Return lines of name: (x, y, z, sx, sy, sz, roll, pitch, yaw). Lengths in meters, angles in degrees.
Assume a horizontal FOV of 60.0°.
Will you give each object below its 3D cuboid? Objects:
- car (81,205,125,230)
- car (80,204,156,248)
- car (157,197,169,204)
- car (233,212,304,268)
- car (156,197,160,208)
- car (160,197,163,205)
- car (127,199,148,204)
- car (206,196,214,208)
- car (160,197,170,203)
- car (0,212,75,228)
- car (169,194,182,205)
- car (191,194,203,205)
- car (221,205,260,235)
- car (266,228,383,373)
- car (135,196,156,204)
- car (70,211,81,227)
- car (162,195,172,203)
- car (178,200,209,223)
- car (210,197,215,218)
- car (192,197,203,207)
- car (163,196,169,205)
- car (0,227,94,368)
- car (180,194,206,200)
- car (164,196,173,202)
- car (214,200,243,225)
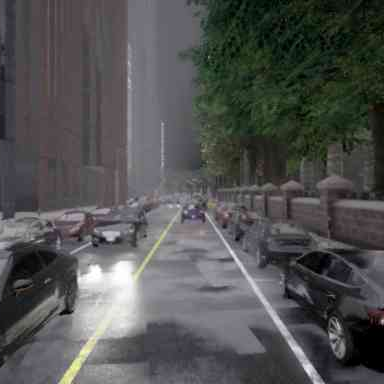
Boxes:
car: (-5.765, 1.622, 21.993, 1.802, 1.307, 4.206, 0, 0, 0)
car: (-3.092, 1.519, 15.129, 2.128, 1.511, 4.902, 0, 0, 0)
car: (-5.768, 1.682, 65.650, 2.008, 1.369, 4.403, 0, 0, 0)
car: (2.761, 1.571, 11.087, 2.008, 1.369, 4.403, 0, 0, 0)
car: (-5.766, 1.626, 43.821, 1.887, 1.381, 4.507, 0, 0, 0)
car: (-5.767, 1.638, 49.279, 1.887, 1.381, 4.507, 0, 0, 0)
car: (-5.766, 1.642, 32.908, 1.802, 1.307, 4.206, 0, 0, 0)
car: (2.759, 1.606, 43.996, 1.752, 1.417, 4.829, 0, 0, 0)
car: (-5.769, 1.689, 71.107, 1.887, 1.381, 4.507, 0, 0, 0)
car: (-5.764, 1.571, 11.079, 2.008, 1.369, 4.403, 0, 0, 0)
car: (-3.040, 1.623, 60.699, 1.837, 1.490, 4.892, 0, 0, 1)
car: (0.895, 1.346, 61.405, 2.150, 2.045, 5.566, 0, 0, 0)
car: (2.761, 1.581, 16.544, 2.008, 1.369, 4.403, 0, 0, 0)
car: (2.761, 1.576, 5.631, 1.947, 1.339, 4.313, 0, 0, 0)
car: (-5.766, 1.385, 38.365, 2.192, 1.841, 5.009, 0, 0, 0)
car: (-5.765, 1.612, 16.536, 1.802, 1.307, 4.206, 0, 0, 0)
car: (-5.769, 1.598, 76.564, 1.967, 1.590, 4.097, 0, 0, 0)
car: (0.097, 1.573, 25.965, 1.812, 1.442, 4.674, 0, 0, 0)
car: (2.760, 1.490, 27.457, 1.967, 1.590, 4.097, 0, 0, 0)
car: (0.895, 1.613, 55.374, 1.837, 1.490, 4.892, 0, 0, 0)
car: (-5.768, 1.559, 60.193, 1.967, 1.590, 4.097, 0, 0, 0)
car: (-3.087, 1.535, 4.862, 1.812, 1.442, 4.674, 0, 0, 0)
car: (0.089, 1.417, 36.080, 2.097, 1.767, 4.553, 0, 0, 0)
car: (-5.769, 1.696, 81.851, 1.752, 1.417, 4.829, 0, 0, 0)
car: (2.760, 1.480, 22.001, 1.967, 1.590, 4.097, 0, 0, 0)
